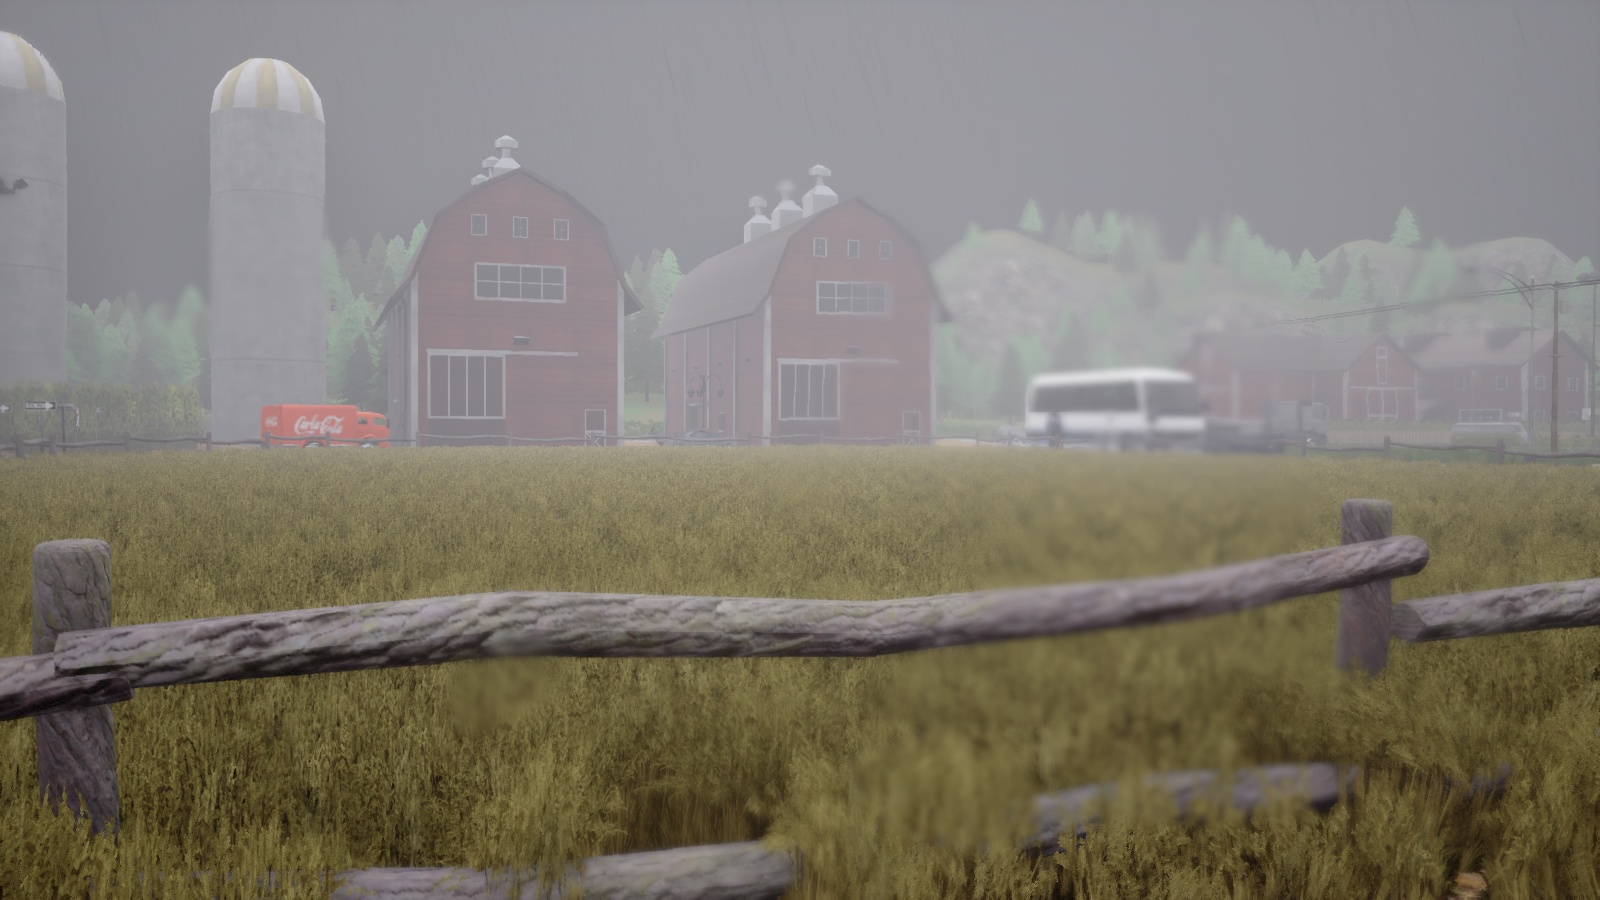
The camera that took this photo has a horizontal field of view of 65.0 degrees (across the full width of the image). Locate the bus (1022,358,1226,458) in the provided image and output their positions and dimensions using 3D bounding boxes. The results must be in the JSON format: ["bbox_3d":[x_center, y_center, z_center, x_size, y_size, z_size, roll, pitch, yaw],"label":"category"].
[{"bbox_3d":[14.802,-1.871,58.622,3.944,4.253,10.273,-1,1,-21],"label":"bus"}]

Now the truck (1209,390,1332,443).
[{"bbox_3d":[32.227,-2.300,86.001,7.936,3.462,2.891,-1,1,-21],"label":"truck"}]

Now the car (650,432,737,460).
[{"bbox_3d":[-5.664,-0.225,66.870,4.181,1.385,1.994,-1,1,-24],"label":"car"}]

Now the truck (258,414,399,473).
[{"bbox_3d":[-20.925,-0.301,55.898,5.204,2.467,2.627,-2,1,-45],"label":"truck"}]

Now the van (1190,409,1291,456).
[{"bbox_3d":[19.585,-0.776,55.988,1.775,1.987,4.442,-1,1,-21],"label":"van"}]

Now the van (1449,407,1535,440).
[{"bbox_3d":[43.969,-1.655,79.902,1.775,1.987,4.442,-2,1,-37],"label":"van"}]
